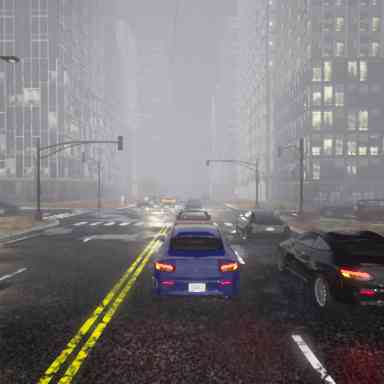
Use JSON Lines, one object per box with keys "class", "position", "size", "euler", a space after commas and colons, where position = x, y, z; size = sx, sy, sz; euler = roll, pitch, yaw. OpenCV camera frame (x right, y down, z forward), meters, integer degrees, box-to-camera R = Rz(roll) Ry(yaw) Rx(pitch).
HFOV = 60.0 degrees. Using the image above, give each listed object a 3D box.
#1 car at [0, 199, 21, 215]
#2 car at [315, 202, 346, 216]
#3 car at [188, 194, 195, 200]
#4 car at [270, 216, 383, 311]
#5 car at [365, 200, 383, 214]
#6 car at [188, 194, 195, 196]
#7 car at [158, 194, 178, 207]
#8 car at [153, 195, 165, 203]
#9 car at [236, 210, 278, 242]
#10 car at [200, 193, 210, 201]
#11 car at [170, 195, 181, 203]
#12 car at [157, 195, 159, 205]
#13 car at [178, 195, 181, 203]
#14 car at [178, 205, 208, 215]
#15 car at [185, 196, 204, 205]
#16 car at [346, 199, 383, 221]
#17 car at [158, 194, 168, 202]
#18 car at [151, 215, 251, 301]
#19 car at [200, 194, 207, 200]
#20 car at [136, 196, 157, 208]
{"class": "car", "position": [-18.519, 1.354, 31.011], "size": [4.892, 1.490, 1.837], "euler": [2, 1, 2]}
{"class": "car", "position": [15.031, 1.702, 33.729], "size": [4.718, 1.301, 1.895], "euler": [0, 1, 1]}
{"class": "car", "position": [-0.188, 1.267, 89.114], "size": [1.812, 1.442, 4.674], "euler": [0, 0, 0]}
{"class": "car", "position": [3.336, 1.522, 7.621], "size": [1.812, 1.442, 4.674], "euler": [0, 0, 0]}
{"class": "car", "position": [21.734, 1.643, 36.240], "size": [4.829, 1.417, 1.752], "euler": [1, 0, 1]}
{"class": "car", "position": [-0.167, 1.514, 79.142], "size": [1.895, 1.301, 4.718], "euler": [0, 0, 0]}
{"class": "car", "position": [-3.447, 1.442, 49.245], "size": [1.882, 1.535, 5.008], "euler": [0, 0, 0]}
{"class": "car", "position": [-6.665, 1.448, 66.937], "size": [1.837, 1.490, 4.892], "euler": [0, 0, 0]}
{"class": "car", "position": [3.320, 1.555, 16.190], "size": [1.994, 1.385, 4.181], "euler": [0, 0, -1]}
{"class": "car", "position": [3.085, 1.144, 78.733], "size": [2.150, 2.045, 5.566], "euler": [0, 0, 0]}
{"class": "car", "position": [-3.397, 1.418, 69.152], "size": [1.882, 1.535, 5.008], "euler": [0, 0, 0]}
{"class": "car", "position": [-6.702, 1.460, 57.583], "size": [1.837, 1.490, 4.892], "euler": [0, 0, 0]}
{"class": "car", "position": [-3.451, 1.554, 58.624], "size": [1.895, 1.301, 4.718], "euler": [0, 0, 0]}
{"class": "car", "position": [0.066, 1.591, 17.350], "size": [1.895, 1.301, 4.718], "euler": [0, 0, 0]}
{"class": "car", "position": [0.121, 1.508, 41.962], "size": [2.033, 1.411, 5.357], "euler": [0, 0, 4]}
{"class": "car", "position": [16.144, 1.520, 27.942], "size": [5.009, 1.841, 2.192], "euler": [1, 0, 1]}
{"class": "car", "position": [-6.663, 1.285, 76.862], "size": [2.097, 1.767, 4.553], "euler": [0, 0, 0]}
{"class": "car", "position": [0.084, 1.522, 8.184], "size": [1.812, 1.442, 4.674], "euler": [0, 0, 0]}
{"class": "car", "position": [3.062, 1.338, 89.151], "size": [1.895, 1.301, 4.718], "euler": [0, 0, 0]}
{"class": "car", "position": [-6.698, 1.513, 47.845], "size": [2.033, 1.411, 5.357], "euler": [0, 0, 0]}
